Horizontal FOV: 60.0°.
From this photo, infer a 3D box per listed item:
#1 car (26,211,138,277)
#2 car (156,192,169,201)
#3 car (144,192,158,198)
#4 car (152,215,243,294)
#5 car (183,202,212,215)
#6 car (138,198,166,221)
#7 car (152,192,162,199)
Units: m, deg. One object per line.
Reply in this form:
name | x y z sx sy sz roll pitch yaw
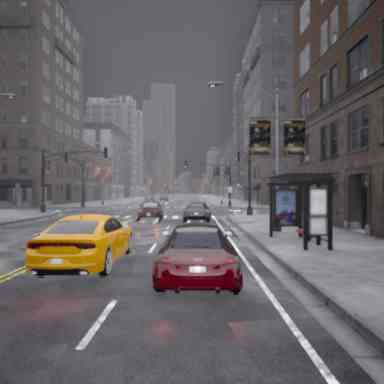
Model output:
car | -3.099 1.432 10.152 1.882 1.535 5.008 0 0 1
car | -5.979 1.285 71.735 2.033 1.411 5.357 0 0 0
car | -9.229 1.269 71.759 2.128 1.511 4.902 0 0 0
car | 0.139 1.526 8.738 1.994 1.385 4.181 0 0 1
car | 0.456 1.462 25.012 1.994 1.385 4.181 0 0 4
car | -3.193 1.420 25.909 1.812 1.442 4.674 0 0 -3
car | -9.115 0.796 87.388 2.097 1.767 4.553 0 0 0
